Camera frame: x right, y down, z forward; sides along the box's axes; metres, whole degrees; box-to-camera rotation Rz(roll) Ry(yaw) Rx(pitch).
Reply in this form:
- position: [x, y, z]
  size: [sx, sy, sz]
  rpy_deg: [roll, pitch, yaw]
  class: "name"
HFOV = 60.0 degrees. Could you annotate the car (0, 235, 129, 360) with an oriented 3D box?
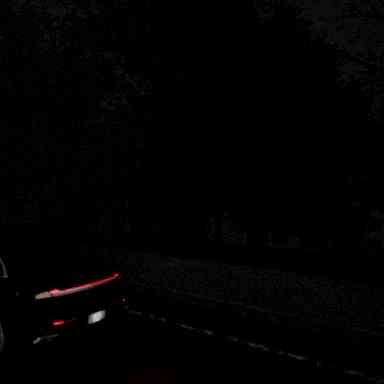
- position: [-3.297, 1.539, 6.035]
  size: [4.902, 1.511, 2.128]
  rpy_deg: [-1, 0, 35]
  class: "car"
